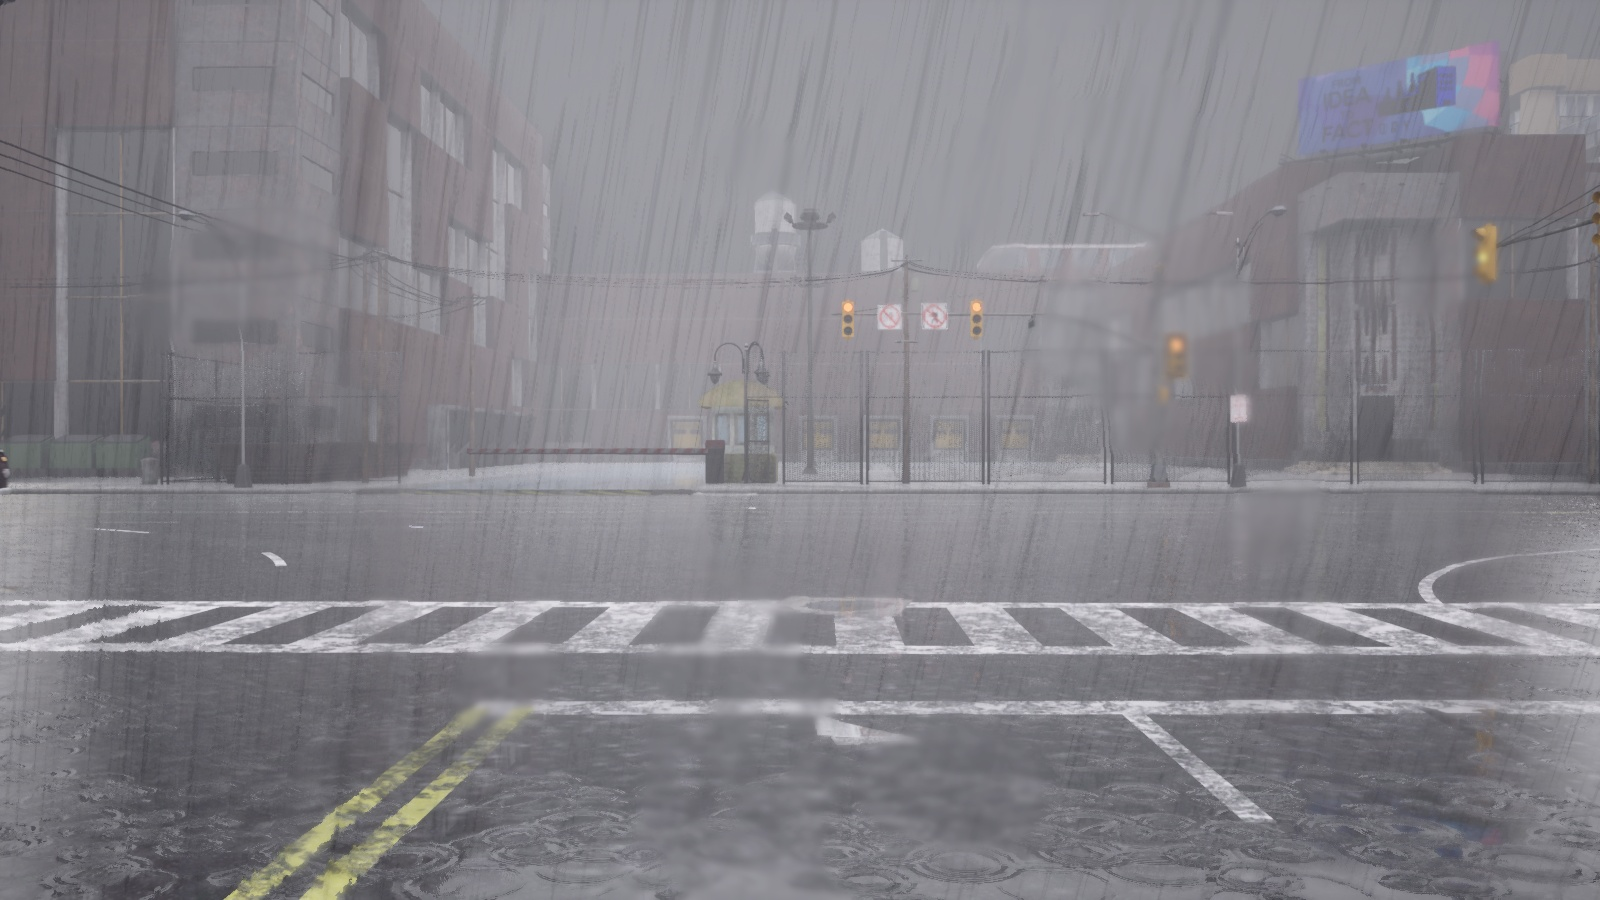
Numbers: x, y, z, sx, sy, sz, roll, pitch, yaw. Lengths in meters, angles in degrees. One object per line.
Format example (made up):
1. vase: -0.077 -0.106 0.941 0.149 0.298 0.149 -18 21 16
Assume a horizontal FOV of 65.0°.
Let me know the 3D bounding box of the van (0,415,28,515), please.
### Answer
1. van: -18.629 0.310 25.632 4.480 2.038 2.069 0 0 1
